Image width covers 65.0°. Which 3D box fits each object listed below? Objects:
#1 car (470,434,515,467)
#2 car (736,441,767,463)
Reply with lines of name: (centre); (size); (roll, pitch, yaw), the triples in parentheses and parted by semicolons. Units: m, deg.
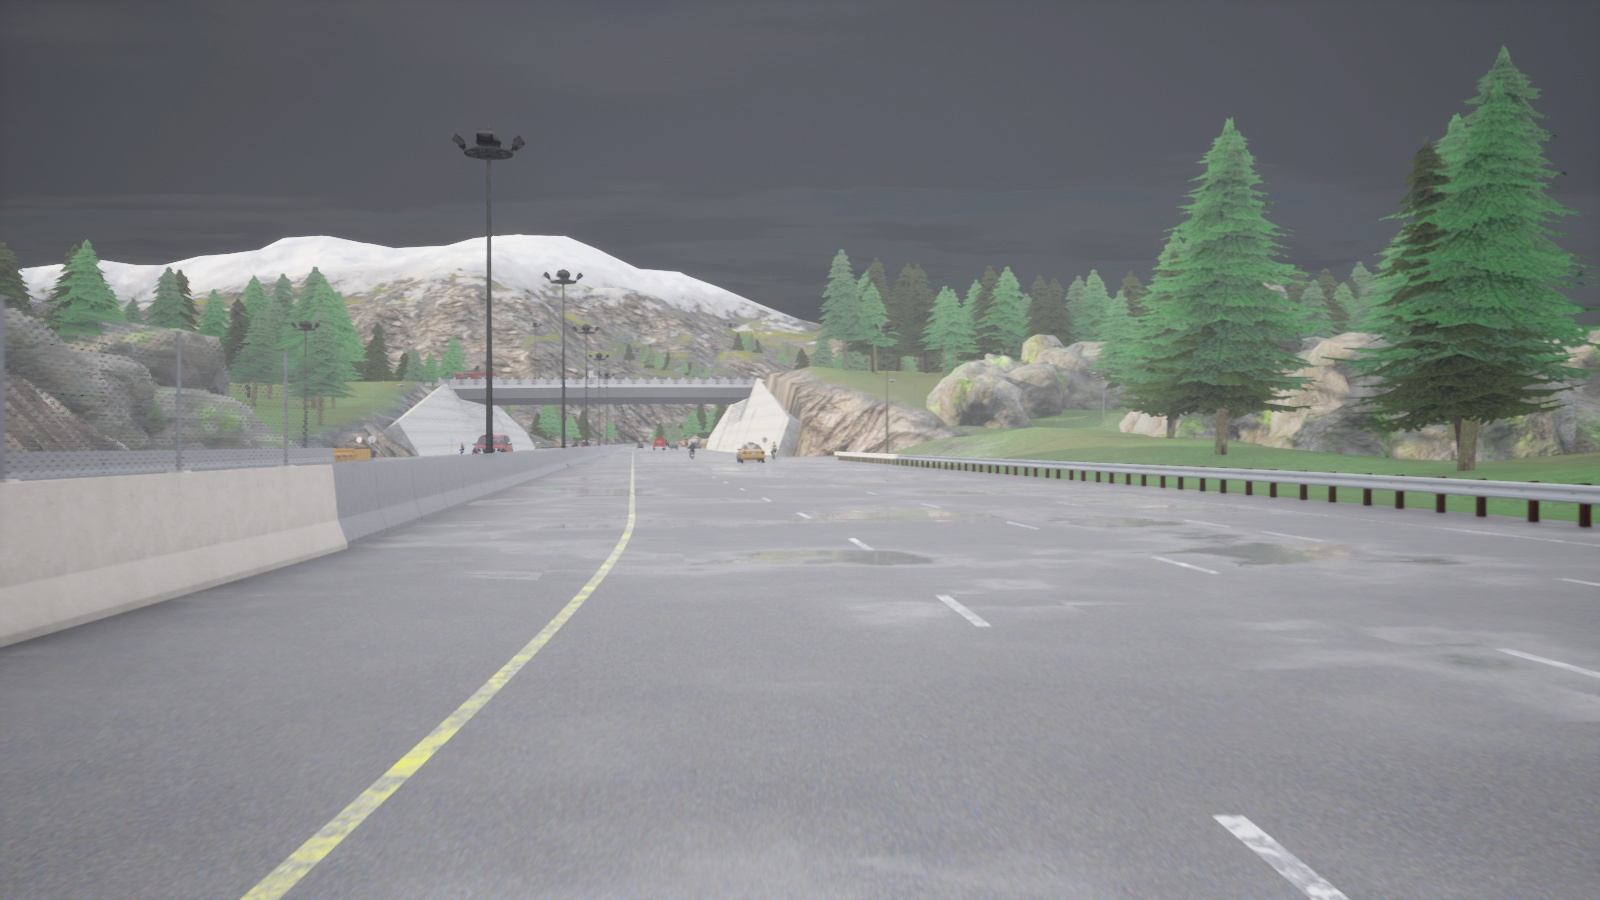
car: (-19.324, 0.010, 79.100); (2.150, 2.045, 5.566); (0, 0, -8)
car: (-3.636, 0.154, 93.950); (1.801, 1.575, 5.366); (0, 0, -8)
